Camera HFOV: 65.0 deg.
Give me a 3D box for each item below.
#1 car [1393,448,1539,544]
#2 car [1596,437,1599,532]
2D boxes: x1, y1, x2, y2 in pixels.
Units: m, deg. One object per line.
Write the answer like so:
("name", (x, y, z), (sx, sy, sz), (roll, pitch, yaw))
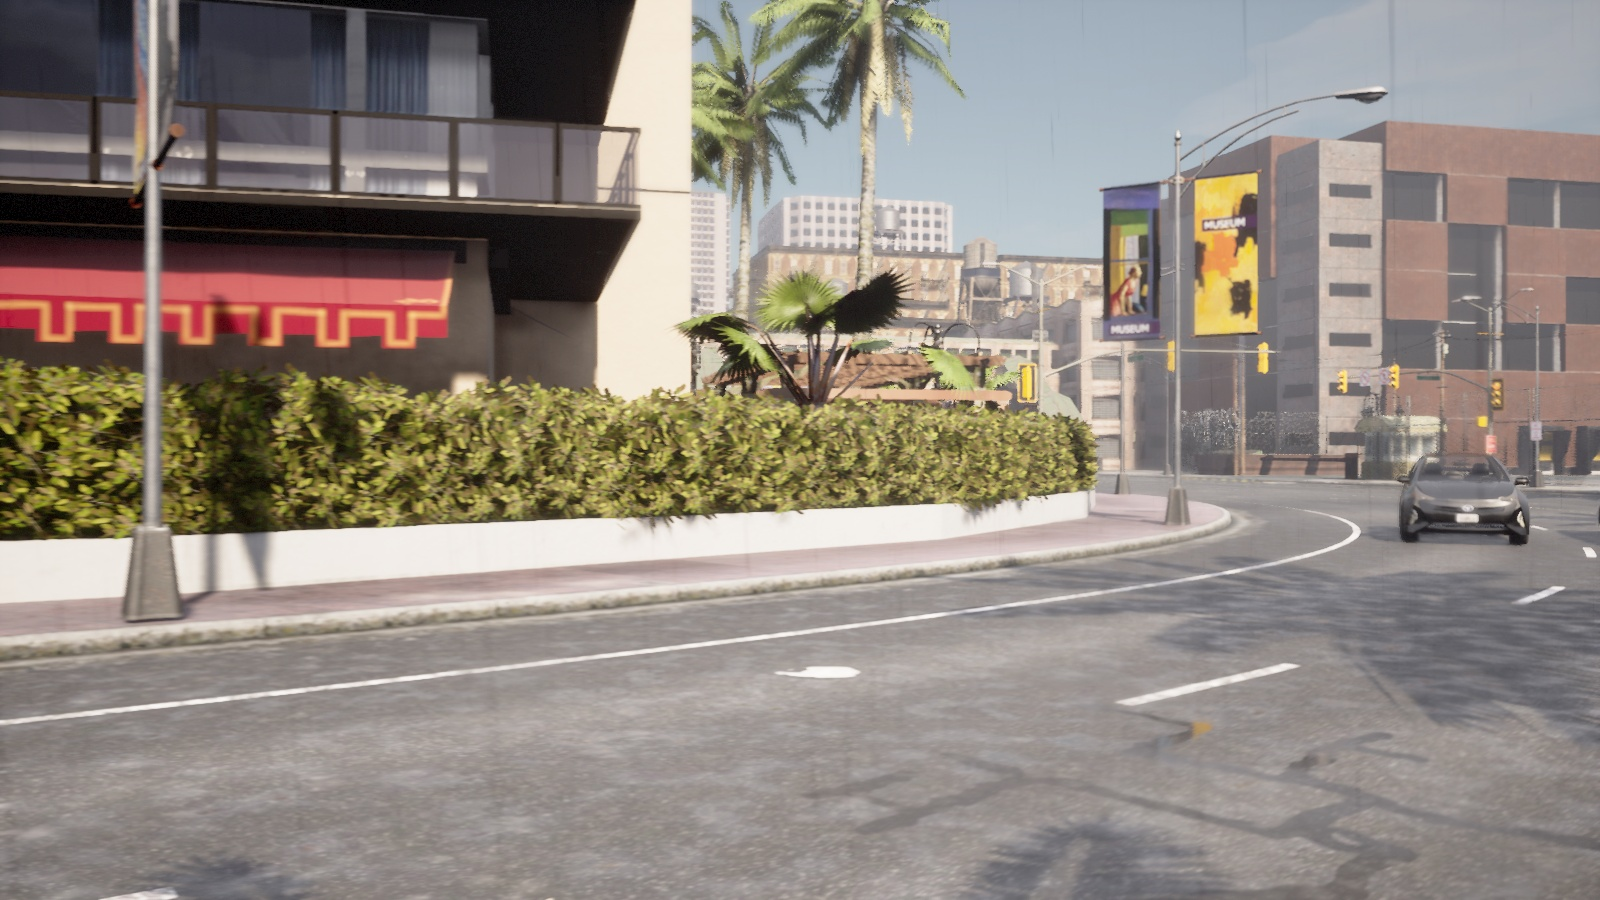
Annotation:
("car", (11.716, 0.730, 22.355), (2.007, 1.525, 4.514), (0, 0, 24))
("car", (14.930, 0.630, 20.973), (2.097, 1.767, 4.553), (0, 0, 24))
